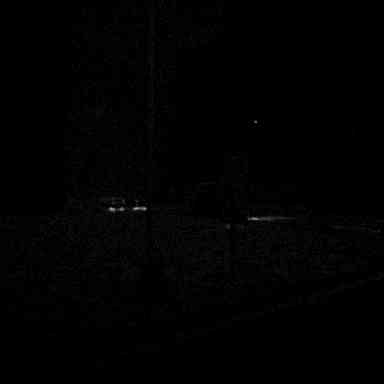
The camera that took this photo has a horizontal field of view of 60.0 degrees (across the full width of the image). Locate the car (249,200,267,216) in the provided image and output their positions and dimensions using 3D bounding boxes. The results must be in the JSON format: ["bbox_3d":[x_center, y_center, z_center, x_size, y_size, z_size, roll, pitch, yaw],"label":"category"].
[{"bbox_3d":[5.004,1.472,32.368,1.882,1.535,5.008,1,0,-36],"label":"car"}]

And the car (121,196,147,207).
[{"bbox_3d":[-8.721,1.391,51.695,2.097,1.767,4.553,1,0,-35],"label":"car"}]

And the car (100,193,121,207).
[{"bbox_3d":[-12.281,1.245,51.117,2.150,2.045,5.566,1,-1,-35],"label":"car"}]

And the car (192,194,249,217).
[{"bbox_3d":[2.237,1.191,30.652,2.150,2.045,5.566,1,0,-36],"label":"car"}]
